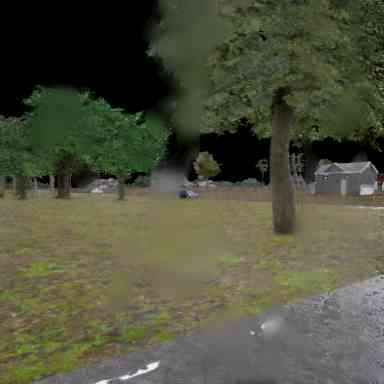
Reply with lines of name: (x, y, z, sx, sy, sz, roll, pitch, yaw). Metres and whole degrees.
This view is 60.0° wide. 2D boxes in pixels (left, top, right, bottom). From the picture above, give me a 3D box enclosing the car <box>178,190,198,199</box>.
car: (-0.741, 0.485, 63.953, 2.097, 1.767, 4.553, 1, 0, -36)
